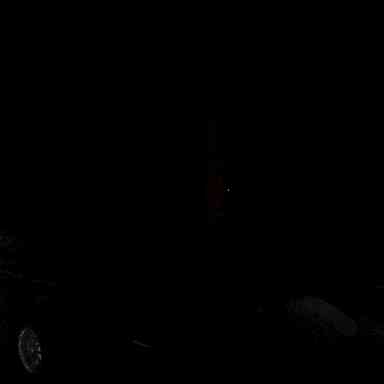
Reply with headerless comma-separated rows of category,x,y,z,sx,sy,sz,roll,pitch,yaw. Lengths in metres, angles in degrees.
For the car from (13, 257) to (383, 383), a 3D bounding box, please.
car,-0.157,1.519,3.798,4.674,1.442,1.812,0,0,36
